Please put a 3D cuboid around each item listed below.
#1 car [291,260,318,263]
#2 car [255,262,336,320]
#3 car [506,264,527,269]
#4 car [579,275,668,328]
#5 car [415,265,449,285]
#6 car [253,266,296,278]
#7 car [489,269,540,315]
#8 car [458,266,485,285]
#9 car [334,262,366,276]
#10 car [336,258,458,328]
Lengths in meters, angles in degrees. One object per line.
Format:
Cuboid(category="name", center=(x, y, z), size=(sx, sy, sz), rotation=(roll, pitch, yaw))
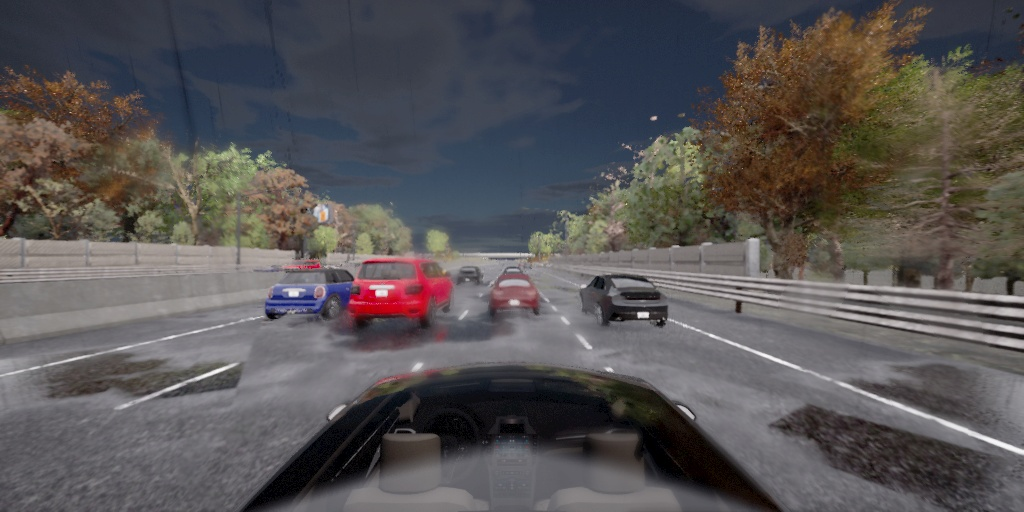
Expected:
Cuboid(category="car", center=(-24.595, 1.471, 41.909), size=(2.150, 2.045, 5.566), rotation=(0, 0, 0))
Cuboid(category="car", center=(-6.902, 1.246, 13.467), size=(2.097, 1.767, 4.553), rotation=(0, -1, 0))
Cuboid(category="car", center=(0.097, 1.639, 30.923), size=(1.812, 1.442, 4.674), rotation=(0, -1, 0))
Cuboid(category="car", center=(3.506, 1.360, 12.004), size=(1.837, 1.490, 4.892), rotation=(0, -1, 0))
Cuboid(category="car", center=(-6.903, 1.597, 31.485), size=(1.882, 1.535, 5.008), rotation=(0, -1, 0))
Cuboid(category="car", center=(-28.091, 1.861, 42.605), size=(1.895, 1.301, 4.718), rotation=(0, -1, 0))
Cuboid(category="car", center=(0.100, 1.430, 14.253), size=(1.812, 1.442, 4.674), rotation=(0, -1, 0))
Cuboid(category="car", center=(-3.403, 1.604, 29.861), size=(1.837, 1.490, 4.892), rotation=(0, -1, 0))
Cuboid(category="car", center=(-21.083, 1.666, 46.830), size=(2.097, 1.767, 4.553), rotation=(0, -1, 0))
Cuboid(category="car", center=(-3.405, 1.098, 12.076), size=(2.150, 2.045, 5.566), rotation=(0, -1, 0))
